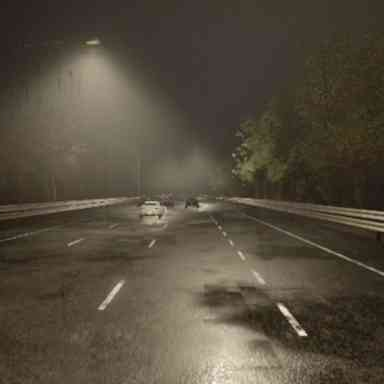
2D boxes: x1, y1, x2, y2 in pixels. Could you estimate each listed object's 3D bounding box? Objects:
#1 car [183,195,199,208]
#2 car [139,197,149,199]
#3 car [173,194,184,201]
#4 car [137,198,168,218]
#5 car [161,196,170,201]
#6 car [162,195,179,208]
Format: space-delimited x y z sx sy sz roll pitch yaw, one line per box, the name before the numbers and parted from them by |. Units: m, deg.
car | 0.012 1.527 49.397 1.837 1.490 4.892 0 0 0
car | -6.988 1.527 49.522 1.837 1.490 4.892 0 0 0
car | -3.476 1.538 85.244 1.882 1.535 5.008 0 0 0
car | -3.493 1.536 29.670 1.812 1.442 4.674 0 0 0
car | -6.977 1.659 87.301 1.895 1.301 4.718 0 0 0
car | -3.489 1.567 49.440 2.033 1.411 5.357 0 0 0
